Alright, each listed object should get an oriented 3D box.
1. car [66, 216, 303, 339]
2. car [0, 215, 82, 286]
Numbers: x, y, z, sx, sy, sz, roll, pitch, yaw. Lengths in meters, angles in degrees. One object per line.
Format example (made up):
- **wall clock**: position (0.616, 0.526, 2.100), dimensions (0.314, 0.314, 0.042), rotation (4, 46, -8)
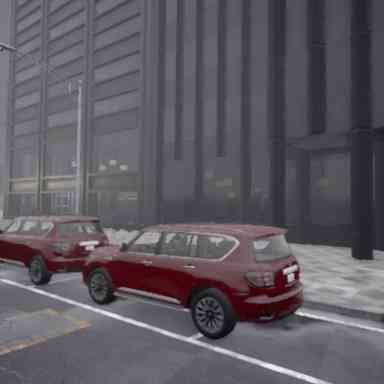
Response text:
- **car**: position (-0.217, 1.574, 7.131), dimensions (5.009, 1.841, 2.192), rotation (-1, -2, 37)
- **car**: position (-4.710, 1.645, 10.540), dimensions (5.009, 1.841, 2.192), rotation (-1, -2, 37)
